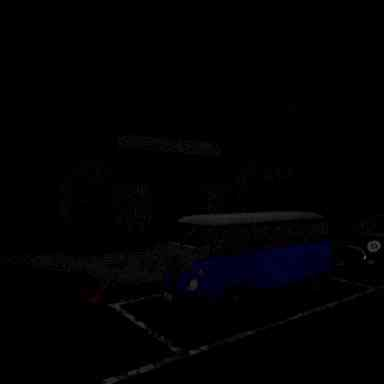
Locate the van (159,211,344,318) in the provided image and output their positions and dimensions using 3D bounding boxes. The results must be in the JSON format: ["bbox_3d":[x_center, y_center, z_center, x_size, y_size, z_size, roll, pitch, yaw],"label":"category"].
[{"bbox_3d":[1.282,1.333,7.100,3.998,1.788,1.690,0,0,-35],"label":"van"}]

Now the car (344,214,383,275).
[{"bbox_3d":[5.691,1.422,10.240,4.097,1.590,1.967,0,0,-35],"label":"car"}]

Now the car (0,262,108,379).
[{"bbox_3d":[-3.126,1.583,3.960,4.206,1.307,1.802,0,0,-35],"label":"car"}]
